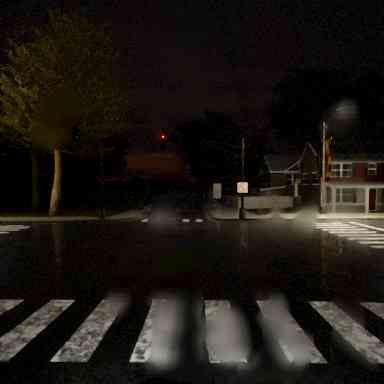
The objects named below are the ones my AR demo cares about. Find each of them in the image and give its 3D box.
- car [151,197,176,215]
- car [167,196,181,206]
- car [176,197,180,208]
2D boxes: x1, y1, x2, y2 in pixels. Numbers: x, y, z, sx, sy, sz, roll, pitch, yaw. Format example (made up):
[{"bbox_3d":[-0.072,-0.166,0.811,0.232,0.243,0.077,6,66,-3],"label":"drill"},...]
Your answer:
[{"bbox_3d":[-2.973,1.447,33.816,1.882,1.535,5.008,0,0,0],"label":"car"},{"bbox_3d":[-2.889,1.484,54.747,2.033,1.411,5.357,0,0,0],"label":"car"},{"bbox_3d":[-2.933,1.460,44.119,1.837,1.490,4.892,0,0,0],"label":"car"}]
